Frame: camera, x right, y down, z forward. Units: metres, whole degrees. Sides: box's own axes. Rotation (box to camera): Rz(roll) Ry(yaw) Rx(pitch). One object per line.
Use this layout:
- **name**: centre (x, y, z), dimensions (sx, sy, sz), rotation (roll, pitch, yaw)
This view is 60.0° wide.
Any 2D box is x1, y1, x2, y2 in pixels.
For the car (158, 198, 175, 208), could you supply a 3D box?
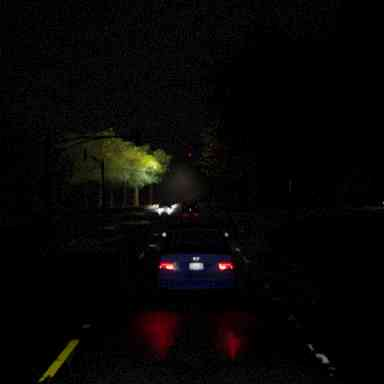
- **car**: centre (-4.164, 1.866, 51.882), dimensions (1.895, 1.301, 4.718), rotation (0, -1, -1)

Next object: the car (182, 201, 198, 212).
- **car**: centre (-0.235, 1.690, 39.667), dimensions (1.895, 1.301, 4.718), rotation (0, -1, -1)

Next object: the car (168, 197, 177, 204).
- **car**: centre (-4.755, 2.174, 82.565), dimensions (2.097, 1.767, 4.553), rotation (0, -1, -1)

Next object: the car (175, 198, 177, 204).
- **car**: centre (-4.457, 2.124, 68.967), dimensions (1.895, 1.301, 4.718), rotation (0, -1, -1)

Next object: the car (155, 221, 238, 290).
- **car**: centre (0.095, 1.520, 9.143), dimensions (2.033, 1.411, 5.357), rotation (0, 0, 0)

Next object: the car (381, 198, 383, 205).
- **car**: centre (19.977, 0.563, 30.468), dimensions (4.892, 1.490, 1.837), rotation (-4, 0, 2)

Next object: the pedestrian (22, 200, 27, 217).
- **pedestrian**: centre (-18.067, 1.802, 35.827), dimensions (0.375, 1.860, 0.375), rotation (0, 2, 2)
